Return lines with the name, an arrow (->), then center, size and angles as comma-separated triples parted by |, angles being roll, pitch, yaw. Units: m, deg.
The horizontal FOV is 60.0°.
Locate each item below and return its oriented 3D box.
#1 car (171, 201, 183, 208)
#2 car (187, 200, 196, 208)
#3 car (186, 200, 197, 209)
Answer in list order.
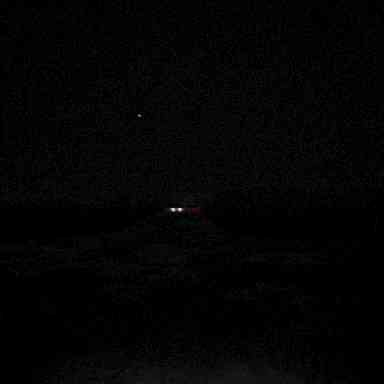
car -> -2.805, 2.385, 63.365 | 1.994, 1.385, 4.181 | 0, -1, 0
car -> -0.059, 2.403, 68.376 | 1.812, 1.442, 4.674 | 0, -1, 0
car -> -0.050, 2.245, 58.338 | 2.128, 1.511, 4.902 | 0, -1, 0
